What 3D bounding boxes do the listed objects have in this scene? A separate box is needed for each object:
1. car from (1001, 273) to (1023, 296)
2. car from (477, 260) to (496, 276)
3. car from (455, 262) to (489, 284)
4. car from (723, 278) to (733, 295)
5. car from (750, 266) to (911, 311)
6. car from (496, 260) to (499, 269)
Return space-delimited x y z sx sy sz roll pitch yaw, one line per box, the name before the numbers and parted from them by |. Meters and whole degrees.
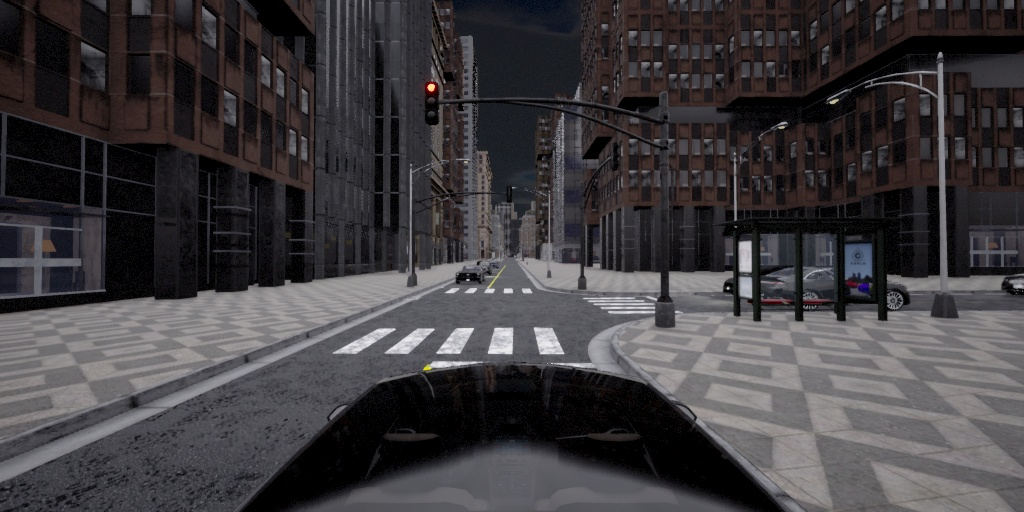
car | 25.348 1.103 16.196 4.902 1.511 2.128 0 -1 0
car | -3.052 1.262 37.898 1.837 1.490 4.892 0 0 0
car | -3.067 1.357 27.181 1.895 1.301 4.718 0 0 0
car | 12.206 1.195 16.174 4.892 1.490 1.837 0 -1 2
car | 11.518 1.145 13.103 4.902 1.511 2.128 0 -1 0
car | -2.987 1.312 56.102 2.033 1.411 5.357 0 0 1
